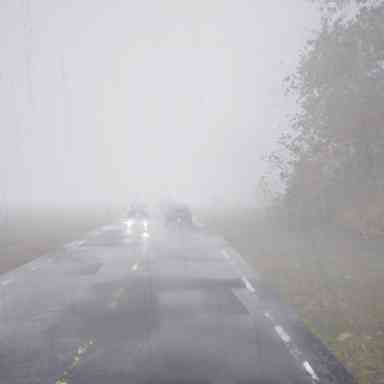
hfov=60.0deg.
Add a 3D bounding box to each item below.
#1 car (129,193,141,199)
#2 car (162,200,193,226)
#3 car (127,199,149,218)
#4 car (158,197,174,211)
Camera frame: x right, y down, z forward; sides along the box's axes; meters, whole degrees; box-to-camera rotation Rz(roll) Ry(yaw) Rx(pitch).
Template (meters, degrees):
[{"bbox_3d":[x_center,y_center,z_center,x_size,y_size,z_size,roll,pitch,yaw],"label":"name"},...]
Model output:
[{"bbox_3d":[-12.015,1.306,70.074,2.150,2.045,5.566,0,0,-14],"label":"car"},{"bbox_3d":[-1.014,1.532,23.614,1.837,1.490,4.892,0,0,-5],"label":"car"},{"bbox_3d":[-4.910,1.641,30.710,1.895,1.301,4.718,0,0,-6],"label":"car"},{"bbox_3d":[-3.210,1.399,42.053,2.097,1.767,4.553,0,0,-8],"label":"car"}]
